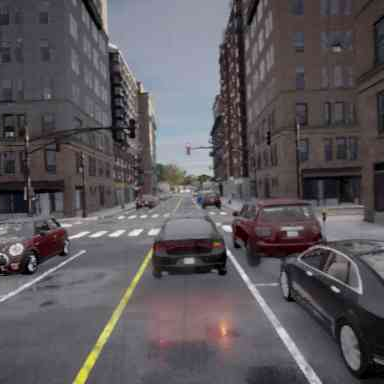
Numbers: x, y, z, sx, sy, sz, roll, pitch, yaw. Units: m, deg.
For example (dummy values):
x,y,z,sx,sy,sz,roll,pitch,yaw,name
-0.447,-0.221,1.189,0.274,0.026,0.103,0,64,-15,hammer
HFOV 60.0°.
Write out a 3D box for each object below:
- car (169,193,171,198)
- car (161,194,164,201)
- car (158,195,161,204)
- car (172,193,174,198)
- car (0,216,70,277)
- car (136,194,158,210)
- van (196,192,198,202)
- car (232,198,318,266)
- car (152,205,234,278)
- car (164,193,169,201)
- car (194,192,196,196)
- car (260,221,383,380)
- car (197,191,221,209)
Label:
x,y,z,sx,sy,sz,roll,pitch,yaw,name
-6.562,1.257,76.263,1.887,1.381,4.507,-2,0,-1,car
-6.218,1.411,54.252,2.008,1.369,4.403,-2,0,-1,car
-6.132,1.463,48.749,1.947,1.339,4.313,-2,0,-1,car
-6.817,1.184,92.773,1.802,1.307,4.206,-2,0,-1,car
-5.500,1.590,10.691,1.967,1.590,4.097,-2,0,-1,car
-6.057,1.249,43.244,2.192,1.841,5.009,-2,0,-1,car
1.959,0.901,48.876,1.690,1.788,3.998,-2,0,-1,van
2.512,1.130,10.817,2.192,1.841,5.009,-2,0,-1,car
-0.083,1.406,10.079,1.882,1.535,5.008,-2,0,0,car
-6.476,1.294,70.761,1.887,1.381,4.507,-2,0,-1,car
1.865,0.838,54.378,2.192,1.841,5.009,-2,0,-1,car
2.613,1.403,5.137,2.008,1.369,4.403,-2,0,-1,car
2.143,0.948,37.870,2.192,1.841,5.009,-2,0,-1,car
